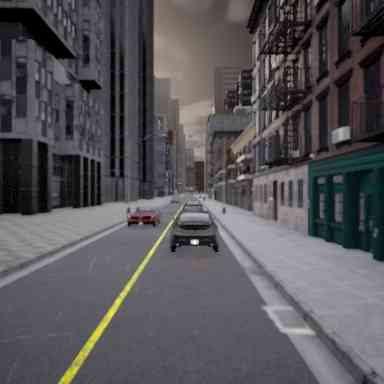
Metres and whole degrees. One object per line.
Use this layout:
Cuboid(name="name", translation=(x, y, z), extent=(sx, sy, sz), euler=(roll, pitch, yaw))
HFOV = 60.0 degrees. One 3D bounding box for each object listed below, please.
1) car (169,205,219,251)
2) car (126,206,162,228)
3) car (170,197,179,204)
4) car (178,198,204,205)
Cuboid(name="car", translation=(0.094, 1.503, 14.096), extent=(1.837, 1.490, 4.892), euler=(0, 0, 0))
Cuboid(name="car", translation=(-3.109, 1.604, 22.389), extent=(1.895, 1.301, 4.718), euler=(0, 0, 0))
Cuboid(name="car", translation=(-3.056, 1.619, 63.082), extent=(1.994, 1.385, 4.181), euler=(0, 0, 1))
Cuboid(name="car", translation=(0.087, 1.505, 31.639), extent=(2.128, 1.511, 4.902), euler=(0, 0, 0))
